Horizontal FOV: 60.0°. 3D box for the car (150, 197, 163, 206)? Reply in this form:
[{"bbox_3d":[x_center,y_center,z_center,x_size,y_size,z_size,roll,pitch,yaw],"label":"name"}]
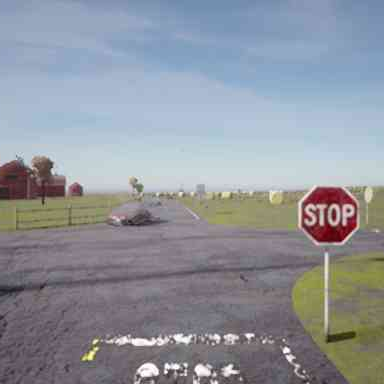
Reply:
[{"bbox_3d":[-5.933,1.530,54.994,1.812,1.442,4.674,0,0,-6],"label":"car"}]

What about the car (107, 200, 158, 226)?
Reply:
[{"bbox_3d":[-4.184,1.530,23.366,1.812,1.442,4.674,1,0,12],"label":"car"}]
